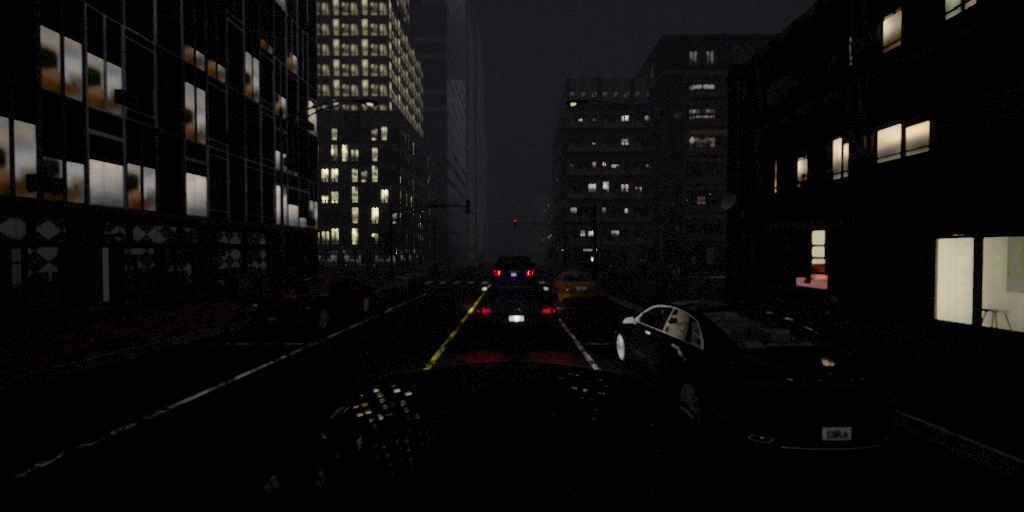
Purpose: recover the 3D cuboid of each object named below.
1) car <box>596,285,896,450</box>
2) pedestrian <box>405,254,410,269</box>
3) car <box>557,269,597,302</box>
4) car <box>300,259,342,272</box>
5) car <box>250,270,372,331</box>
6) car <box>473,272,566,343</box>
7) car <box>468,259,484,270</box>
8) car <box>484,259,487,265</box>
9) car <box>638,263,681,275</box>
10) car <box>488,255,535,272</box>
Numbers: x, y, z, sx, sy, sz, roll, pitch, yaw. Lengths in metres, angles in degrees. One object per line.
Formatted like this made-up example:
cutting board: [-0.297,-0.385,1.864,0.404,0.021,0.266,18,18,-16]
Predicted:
car: [2.816,1.300,5.281,2.007,1.370,4.403,0,0,0]
pedestrian: [-12.572,0.678,43.034,0.375,1.860,0.375,0,0,1]
car: [2.810,1.274,16.740,1.751,1.417,4.829,0,0,0]
car: [-21.689,1.034,40.193,4.829,1.417,1.751,0,0,1]
car: [-5.827,1.294,10.979,1.888,1.381,4.507,0,0,0]
car: [0.094,1.313,9.704,1.994,1.385,4.181,0,0,0]
car: [-5.721,1.275,54.351,1.751,1.417,4.829,0,0,0]
car: [-5.725,1.315,60.175,1.948,1.339,4.313,0,0,0]
car: [16.287,1.380,39.717,4.403,1.370,2.007,0,0,1]
car: [0.083,0.971,19.512,2.150,2.045,5.566,0,0,0]
